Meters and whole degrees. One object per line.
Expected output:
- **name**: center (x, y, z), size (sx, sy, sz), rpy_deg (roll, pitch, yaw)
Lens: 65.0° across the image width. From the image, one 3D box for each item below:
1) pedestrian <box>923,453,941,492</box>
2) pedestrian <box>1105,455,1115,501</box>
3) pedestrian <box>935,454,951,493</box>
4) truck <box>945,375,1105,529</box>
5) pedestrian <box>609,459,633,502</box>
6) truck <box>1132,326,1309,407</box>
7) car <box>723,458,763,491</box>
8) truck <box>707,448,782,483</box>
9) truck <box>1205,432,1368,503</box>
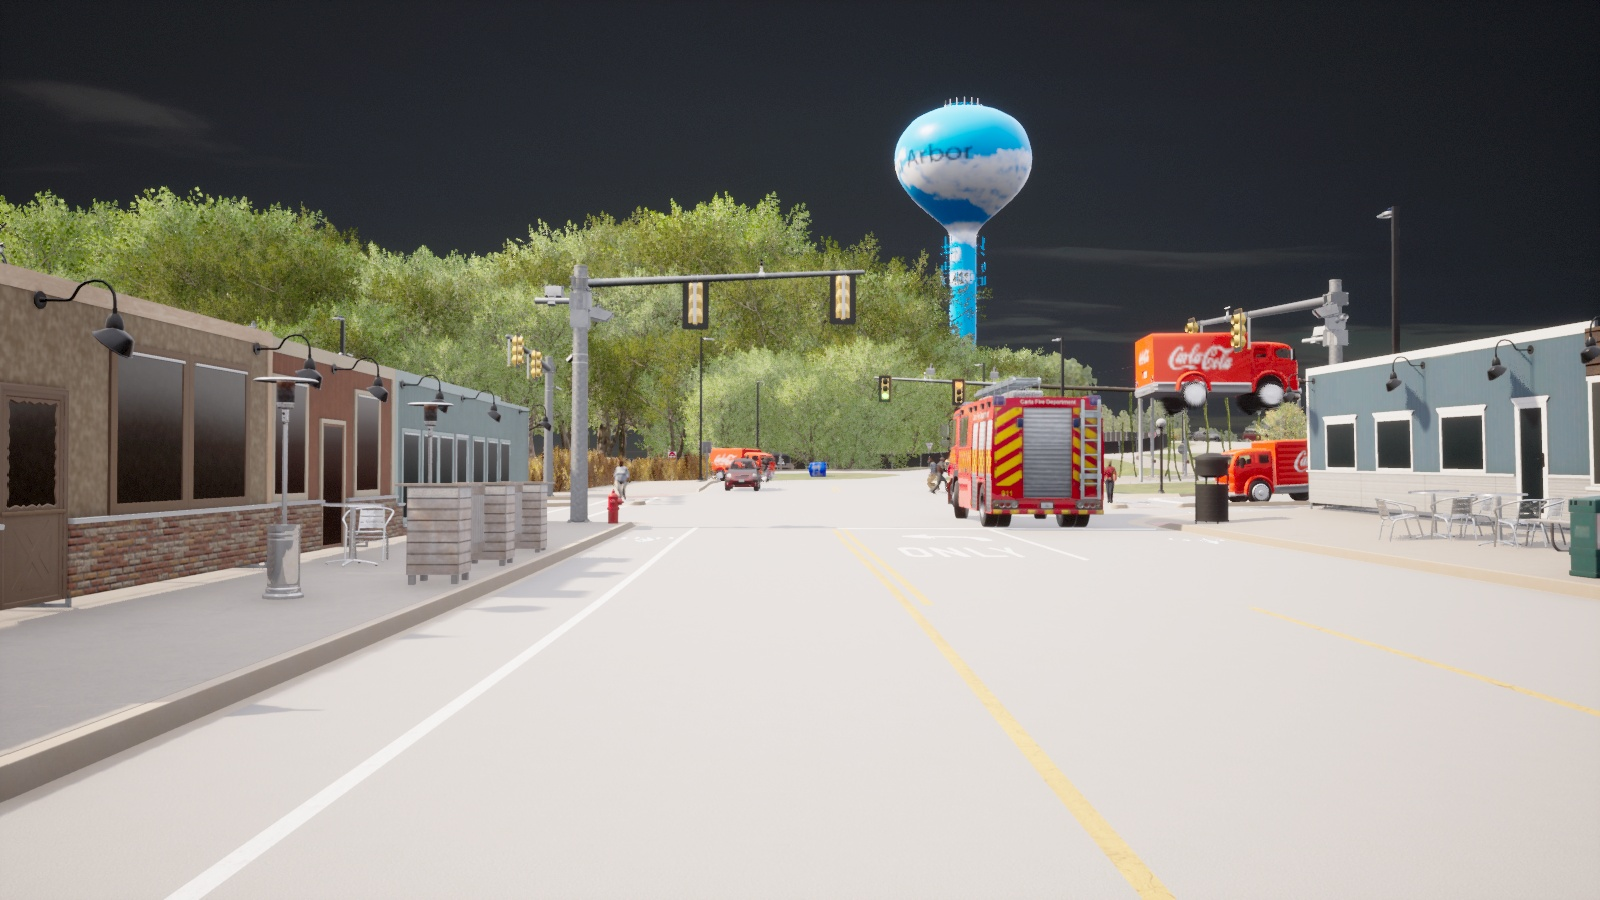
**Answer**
- **pedestrian**: center (6.570, 1.131, 62.449), size (0.788, 1.949, 0.423), rpy_deg (0, -1, -8)
- **pedestrian**: center (12.573, 1.138, 50.969), size (0.331, 1.846, 0.636), rpy_deg (-1, -1, 18)
- **pedestrian**: center (6.901, 1.146, 60.655), size (0.720, 1.854, 0.376), rpy_deg (0, -1, -4)
- **truck**: center (6.091, 0.087, 35.555), size (2.891, 3.827, 8.468), rpy_deg (0, -1, -1)
- **pedestrian**: center (-7.830, 1.346, 55.042), size (0.874, 1.855, 0.900), rpy_deg (0, -1, 3)
- **truck**: center (14.464, -2.841, 43.499), size (5.204, 2.467, 2.627), rpy_deg (0, -3, 0)
- **car**: center (-2.920, 1.247, 64.968), size (1.851, 1.617, 3.988), rpy_deg (0, 1, 0)
- **truck**: center (-4.173, 1.179, 94.058), size (5.204, 2.467, 2.627), rpy_deg (-1, -3, 42)
- **truck**: center (19.043, 0.690, 49.333), size (5.204, 2.467, 2.627), rpy_deg (-3, 0, -5)
